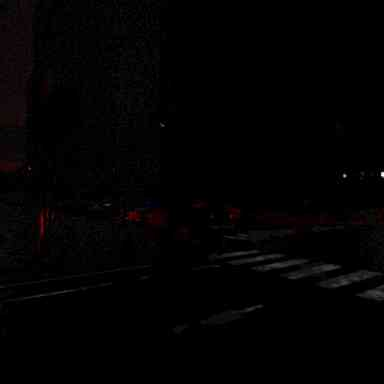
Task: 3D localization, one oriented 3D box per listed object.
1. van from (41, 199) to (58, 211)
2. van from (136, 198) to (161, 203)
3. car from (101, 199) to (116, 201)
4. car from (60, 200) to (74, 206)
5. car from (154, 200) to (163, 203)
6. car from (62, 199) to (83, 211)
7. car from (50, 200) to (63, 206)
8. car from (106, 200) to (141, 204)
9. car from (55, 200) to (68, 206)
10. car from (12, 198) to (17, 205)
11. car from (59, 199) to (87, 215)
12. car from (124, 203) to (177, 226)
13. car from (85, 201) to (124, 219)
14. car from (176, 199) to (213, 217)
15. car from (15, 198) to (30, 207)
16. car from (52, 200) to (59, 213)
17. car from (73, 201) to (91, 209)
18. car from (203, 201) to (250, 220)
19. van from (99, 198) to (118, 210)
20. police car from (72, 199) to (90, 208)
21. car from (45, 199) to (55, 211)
[{"bbox_3d":[-23.321,2.115,54.451,1.690,1.788,3.998,-1,0,-35],"label":"van"},{"bbox_3d":[-5.378,1.821,43.954,1.690,1.788,3.998,-1,0,-35],"label":"van"},{"bbox_3d":[-13.671,2.125,50.916,2.128,1.511,4.902,0,-1,-35],"label":"car"},{"bbox_3d":[-28.868,2.583,76.979,1.947,1.339,4.313,-1,0,-35],"label":"car"},{"bbox_3d":[-2.431,1.993,39.804,1.802,1.307,4.206,-1,0,-35],"label":"car"},{"bbox_3d":[-19.281,2.092,53.558,2.097,1.767,4.553,0,-1,-35],"label":"car"},{"bbox_3d":[-34.896,2.698,85.461,2.008,1.369,4.403,-1,0,-35],"label":"car"},{"bbox_3d":[-7.914,1.960,37.397,1.837,1.490,4.892,0,0,-35],"label":"car"},{"bbox_3d":[-31.883,2.648,81.221,1.947,1.339,4.313,-1,0,-35],"label":"car"},{"bbox_3d":[-41.541,2.763,80.094,1.802,1.307,4.206,-1,0,-35],"label":"car"},{"bbox_3d":[-14.831,1.893,42.503,2.192,1.841,5.009,-1,0,-35],"label":"car"},{"bbox_3d":[-3.406,1.836,26.435,1.752,1.417,4.829,-1,0,-35],"label":"car"},{"bbox_3d":[-9.164,1.997,34.538,2.008,1.369,4.403,-1,0,-35],"label":"car"},{"bbox_3d":[0.506,1.657,35.655,2.192,1.841,5.009,-1,0,-35],"label":"car"},{"bbox_3d":[-38.427,2.659,75.711,1.887,1.381,4.507,-1,0,-35],"label":"car"},{"bbox_3d":[-17.656,2.189,46.486,1.887,1.381,4.507,-1,0,-35],"label":"car"},{"bbox_3d":[-19.714,2.298,59.346,1.812,1.442,4.674,0,-1,-35],"label":"car"},{"bbox_3d":[3.453,1.817,31.504,1.887,1.381,4.507,-1,0,-35],"label":"car"},{"bbox_3d":[-14.205,2.026,56.404,1.690,1.788,3.998,-1,0,-35],"label":"van"},{"bbox_3d":[-22.592,2.296,67.479,1.930,1.638,5.238,0,-1,-35],"label":"police car"},{"bbox_3d":[-20.488,2.149,50.468,1.967,1.590,4.097,-1,0,-35],"label":"car"}]
